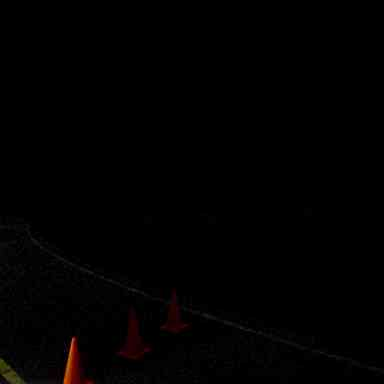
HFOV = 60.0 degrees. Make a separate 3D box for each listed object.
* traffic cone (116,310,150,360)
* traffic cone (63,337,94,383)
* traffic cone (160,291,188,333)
[{"bbox_3d":[-0.812,1.938,4.626,0.340,0.580,0.340,1,1,31],"label":"traffic cone"},{"bbox_3d":[-1.331,1.945,3.775,0.340,0.580,0.340,1,1,31],"label":"traffic cone"},{"bbox_3d":[-0.293,1.932,5.477,0.340,0.580,0.340,1,1,31],"label":"traffic cone"}]
